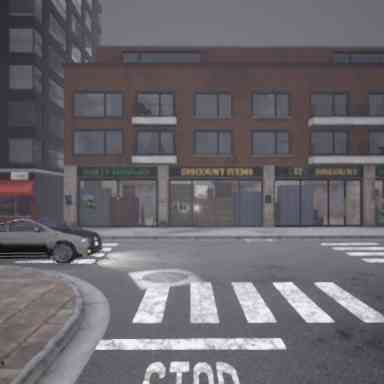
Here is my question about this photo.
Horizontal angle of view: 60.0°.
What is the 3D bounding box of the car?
[{"bbox_3d":[-5.258,1.577,11.309,4.181,1.385,1.994,0,0,0],"label":"car"}]
